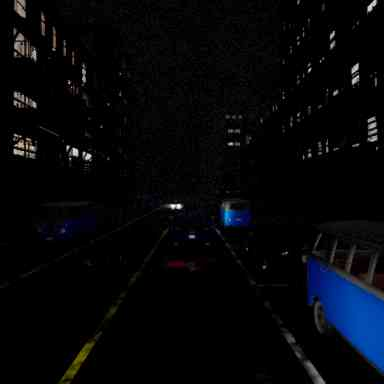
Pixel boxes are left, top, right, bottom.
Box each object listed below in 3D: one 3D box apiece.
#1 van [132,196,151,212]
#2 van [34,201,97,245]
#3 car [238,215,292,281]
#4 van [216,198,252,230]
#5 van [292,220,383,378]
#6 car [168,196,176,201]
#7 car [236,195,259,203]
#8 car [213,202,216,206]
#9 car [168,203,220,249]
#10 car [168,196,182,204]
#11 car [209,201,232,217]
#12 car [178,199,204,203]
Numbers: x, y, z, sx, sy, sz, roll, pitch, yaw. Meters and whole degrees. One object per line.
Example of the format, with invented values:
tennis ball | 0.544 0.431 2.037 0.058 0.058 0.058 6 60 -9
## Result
van | -5.685 1.364 37.981 1.690 1.788 3.998 0 0 0
van | -5.684 1.344 15.333 1.690 1.788 3.998 0 0 0
car | 2.695 1.566 9.671 1.947 1.339 4.313 0 0 0
van | 2.696 1.348 20.996 1.690 1.788 3.998 0 0 0
van | 2.696 1.339 4.010 1.690 1.788 3.998 0 0 0
car | -5.687 1.694 93.031 1.947 1.339 4.313 0 0 0
car | 13.466 1.697 80.709 5.009 1.841 2.192 1 -1 -1
car | 2.695 1.577 26.658 1.947 1.339 4.313 0 0 0
car | 0.000 1.488 14.650 1.882 1.535 5.008 0 0 0
car | -3.000 1.582 64.652 2.128 1.511 4.902 0 0 0
car | 2.694 1.583 32.321 1.947 1.339 4.313 0 0 0
car | 0.000 1.588 29.651 1.994 1.385 4.181 0 0 0
